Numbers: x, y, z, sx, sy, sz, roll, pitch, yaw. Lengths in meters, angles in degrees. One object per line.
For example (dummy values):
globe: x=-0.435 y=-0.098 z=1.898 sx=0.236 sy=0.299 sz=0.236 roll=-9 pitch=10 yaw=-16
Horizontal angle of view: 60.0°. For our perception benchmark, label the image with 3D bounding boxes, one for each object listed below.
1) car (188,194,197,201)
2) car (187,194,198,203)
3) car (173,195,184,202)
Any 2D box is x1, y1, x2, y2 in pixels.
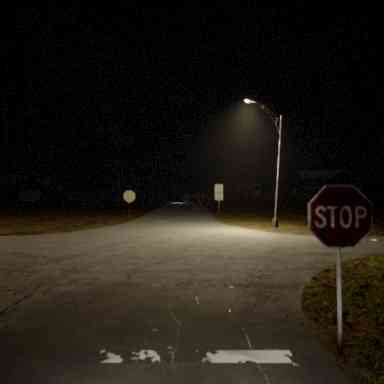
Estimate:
car: x=0.120 y=1.160 z=71.247 sx=2.033 sy=1.411 sz=5.357 roll=0 pitch=0 yaw=0
car: x=0.102 y=1.273 z=60.809 sx=2.128 sy=1.511 sz=4.902 roll=0 pitch=0 yaw=0
car: x=-2.640 y=1.301 z=65.411 sx=2.033 sy=1.411 sz=5.357 roll=0 pitch=0 yaw=0
